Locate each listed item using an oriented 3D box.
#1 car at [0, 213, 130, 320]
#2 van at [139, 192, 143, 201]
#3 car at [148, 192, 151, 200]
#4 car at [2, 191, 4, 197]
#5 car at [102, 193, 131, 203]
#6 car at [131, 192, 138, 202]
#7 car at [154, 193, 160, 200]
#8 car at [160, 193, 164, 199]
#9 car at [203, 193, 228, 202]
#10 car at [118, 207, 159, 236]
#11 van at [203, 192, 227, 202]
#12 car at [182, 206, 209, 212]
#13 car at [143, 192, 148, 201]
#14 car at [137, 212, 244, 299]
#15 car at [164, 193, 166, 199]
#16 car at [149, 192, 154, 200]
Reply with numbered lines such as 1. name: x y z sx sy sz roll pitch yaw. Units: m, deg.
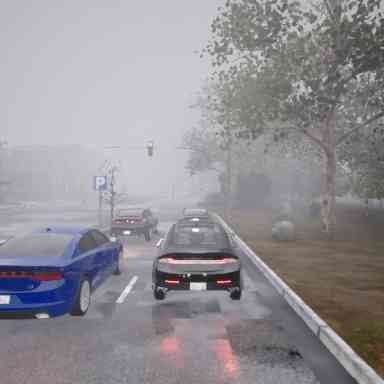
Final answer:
1. car: -2.886 1.487 7.534 1.882 1.535 5.008 0 0 0
2. van: -13.193 1.093 70.743 4.442 1.987 1.878 -1 0 -14
3. car: -12.588 1.359 76.709 4.674 1.452 2.002 -1 0 -13
4. car: -31.129 0.136 52.639 2.002 1.452 4.674 6 -3 -19
5. car: -14.402 1.358 61.759 4.792 1.488 2.163 -1 0 -15
6. car: -13.756 1.315 64.751 5.366 1.575 1.946 -1 0 -15
7. car: -11.395 1.357 85.692 4.674 1.452 2.002 -1 0 -12
8. car: -10.942 1.064 88.698 5.566 2.045 2.435 -1 0 -12
9. car: 4.713 1.141 67.311 4.553 1.767 2.185 1 0 -14
10. car: -2.826 1.530 16.965 1.837 1.490 4.892 0 0 1
11. van: 4.327 1.042 64.341 4.442 1.987 1.878 1 0 -14
12. car: 0.184 1.530 17.879 1.837 1.490 4.892 0 0 0
13. car: -12.963 1.321 73.714 4.892 1.521 2.231 -1 0 -14
14. car: 0.117 1.503 8.467 2.128 1.511 4.902 0 0 0
15. car: -10.518 1.316 91.676 5.008 1.535 2.097 -1 0 -12
16. car: -12.214 1.359 79.710 4.674 1.452 2.002 -1 0 -13
